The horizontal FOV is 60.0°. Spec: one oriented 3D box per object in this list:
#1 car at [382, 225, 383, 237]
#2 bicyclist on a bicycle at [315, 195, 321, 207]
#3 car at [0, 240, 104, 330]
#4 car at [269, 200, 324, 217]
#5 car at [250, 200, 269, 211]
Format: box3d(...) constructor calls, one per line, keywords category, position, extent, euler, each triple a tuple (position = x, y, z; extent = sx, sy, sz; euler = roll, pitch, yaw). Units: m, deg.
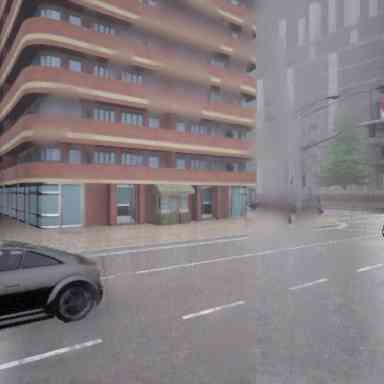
box3d(category="car", position=(11.095, 1.505, 16.416), extent=(4.892, 1.490, 1.837), euler=(0, 2, -42))
box3d(category="bicyclist on a bicycle", position=(17.779, 1.300, 46.912), extent=(1.656, 1.620, 0.582), euler=(0, 0, -36))
box3d(category="car", position=(-3.688, 1.564, 5.656), extent=(4.181, 1.385, 1.994), euler=(0, 0, -36))
box3d(category="car", position=(9.945, 1.600, 31.424), extent=(1.895, 1.301, 4.718), euler=(0, 0, -36))
box3d(category="car", position=(9.061, 1.600, 38.538), extent=(1.895, 1.301, 4.718), euler=(0, 0, -36))
